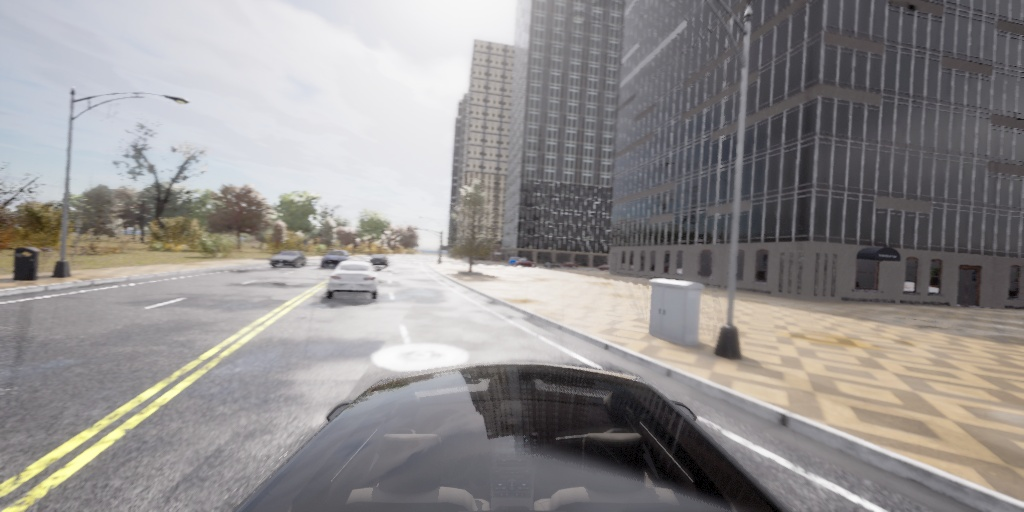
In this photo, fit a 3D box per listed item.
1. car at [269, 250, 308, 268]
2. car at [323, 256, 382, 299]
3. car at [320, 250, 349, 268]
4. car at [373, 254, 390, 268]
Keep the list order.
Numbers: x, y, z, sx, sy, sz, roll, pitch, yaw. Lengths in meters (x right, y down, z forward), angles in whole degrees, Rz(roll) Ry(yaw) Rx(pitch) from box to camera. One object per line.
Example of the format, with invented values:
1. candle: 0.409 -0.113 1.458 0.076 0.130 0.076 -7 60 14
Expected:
1. car: -18.976 0.247 30.760 2.033 1.411 5.357 4 0 -18
2. car: -6.666 0.918 15.338 1.812 1.442 4.674 3 0 -20
3. car: -16.377 0.217 33.552 2.097 1.767 4.553 4 0 -17
4. car: -14.638 0.516 39.721 1.812 1.442 4.674 3 0 -16
